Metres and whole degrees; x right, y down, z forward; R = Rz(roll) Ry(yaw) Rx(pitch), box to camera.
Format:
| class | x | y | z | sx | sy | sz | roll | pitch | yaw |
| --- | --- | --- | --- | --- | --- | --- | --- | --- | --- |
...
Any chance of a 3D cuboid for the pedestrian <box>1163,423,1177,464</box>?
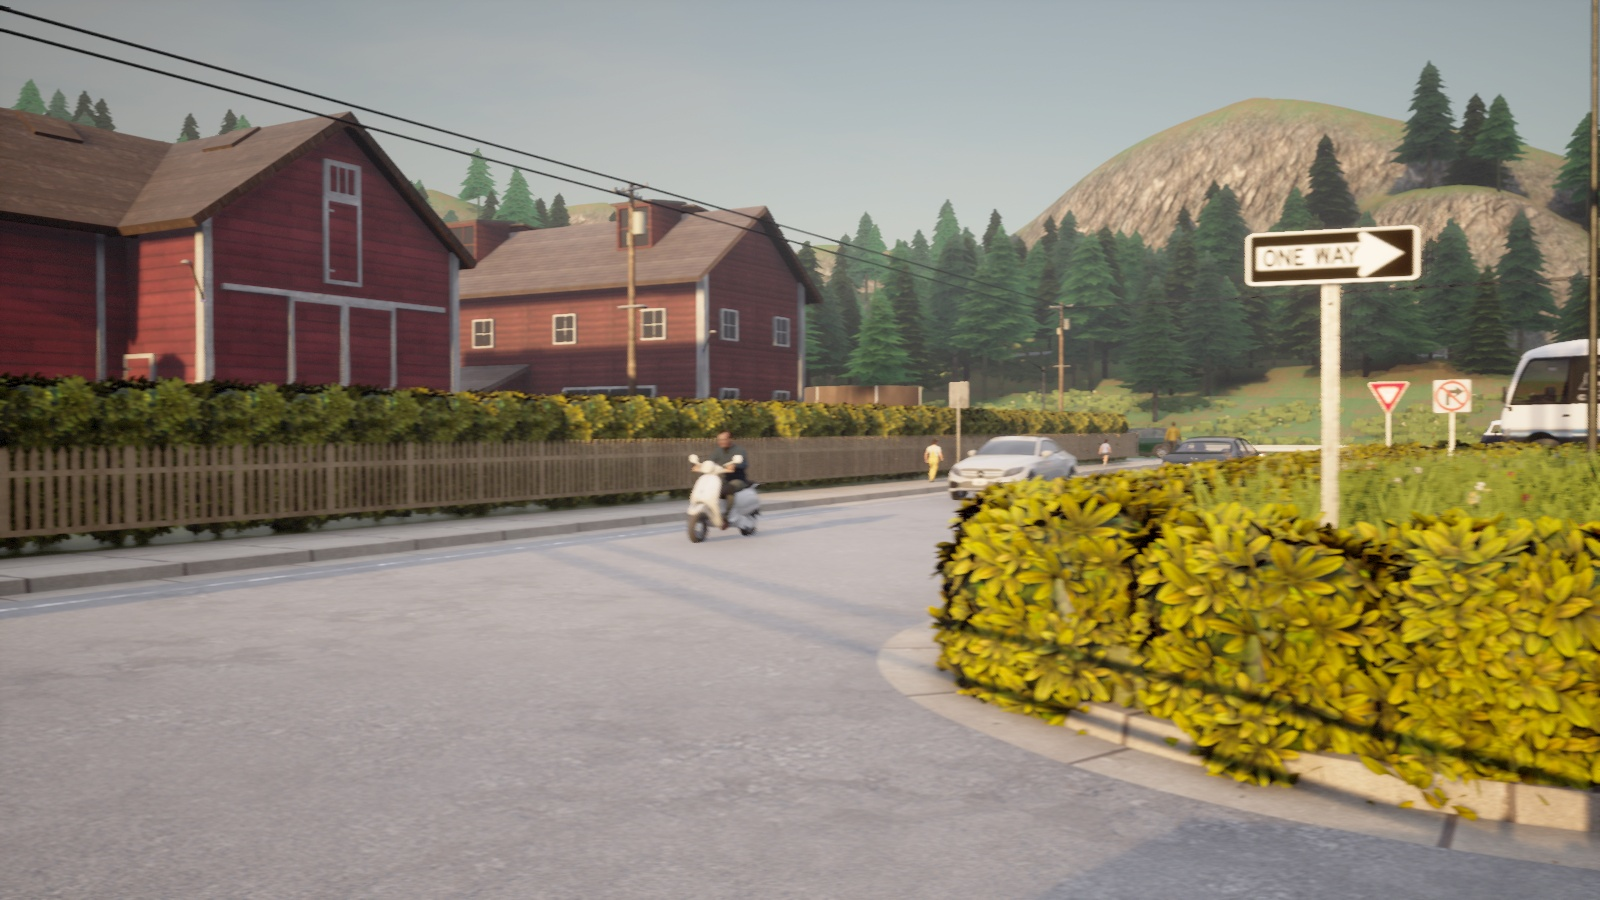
| class | x | y | z | sx | sy | sz | roll | pitch | yaw |
| --- | --- | --- | --- | --- | --- | --- | --- | --- | --- |
| pedestrian | 16.491 | -0.301 | 55.962 | 0.370 | 1.835 | 0.726 | 1 | 1 | 31 |

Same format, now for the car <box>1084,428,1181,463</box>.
| class | x | y | z | sx | sy | sz | roll | pitch | yaw |
| --- | --- | --- | --- | --- | --- | --- | --- | --- | --- |
| car | 17.646 | -0.256 | 66.698 | 4.553 | 1.767 | 2.097 | 1 | 1 | 30 |

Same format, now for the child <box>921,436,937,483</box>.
| class | x | y | z | sx | sy | sz | roll | pitch | yaw |
| --- | --- | --- | --- | --- | --- | --- | --- | --- | --- |
| child | 3.549 | 0.253 | 34.541 | 0.270 | 1.263 | 0.437 | 1 | 1 | 28 |

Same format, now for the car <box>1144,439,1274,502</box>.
| class | x | y | z | sx | sy | sz | roll | pitch | yaw |
| --- | --- | --- | --- | --- | --- | --- | --- | --- | --- |
| car | 10.293 | 0.440 | 31.303 | 2.033 | 1.411 | 5.357 | 1 | 1 | 30 |

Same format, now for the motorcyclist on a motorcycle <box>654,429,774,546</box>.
| class | x | y | z | sx | sy | sz | roll | pitch | yaw |
| --- | --- | --- | --- | --- | --- | --- | --- | --- | --- |
| motorcyclist on a motorcycle | -1.214 | 0.501 | 18.163 | 0.866 | 1.590 | 1.817 | 1 | 1 | 30 |

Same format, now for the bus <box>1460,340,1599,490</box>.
| class | x | y | z | sx | sy | sz | roll | pitch | yaw |
| --- | --- | --- | --- | --- | --- | --- | --- | --- | --- |
| bus | 24.892 | -0.995 | 35.696 | 3.944 | 4.253 | 10.273 | 0 | 1 | -30 |

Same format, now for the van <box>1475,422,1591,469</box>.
| class | x | y | z | sx | sy | sz | roll | pitch | yaw |
| --- | --- | --- | --- | --- | --- | --- | --- | --- | --- |
| van | 33.524 | -0.204 | 57.549 | 4.480 | 2.038 | 2.069 | -1 | 0 | 30 |

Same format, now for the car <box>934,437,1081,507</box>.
| class | x | y | z | sx | sy | sz | roll | pitch | yaw |
| --- | --- | --- | --- | --- | --- | --- | --- | --- | --- |
| car | 4.864 | 0.435 | 28.841 | 1.812 | 1.442 | 4.674 | 1 | 1 | 30 |
